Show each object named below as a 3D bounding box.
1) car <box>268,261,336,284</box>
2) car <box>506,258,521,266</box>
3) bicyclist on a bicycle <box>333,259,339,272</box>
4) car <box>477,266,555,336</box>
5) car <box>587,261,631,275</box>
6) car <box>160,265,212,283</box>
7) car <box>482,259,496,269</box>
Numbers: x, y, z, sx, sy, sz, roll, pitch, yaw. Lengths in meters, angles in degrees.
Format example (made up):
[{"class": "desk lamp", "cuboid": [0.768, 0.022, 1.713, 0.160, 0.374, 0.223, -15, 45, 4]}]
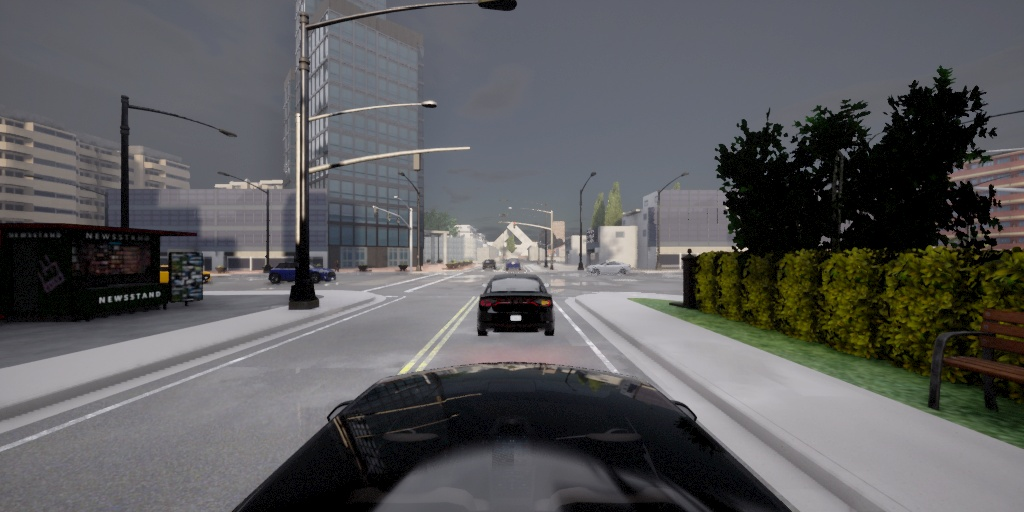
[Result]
[{"class": "car", "cuboid": [-16.286, 1.209, 28.038, 4.553, 1.767, 2.097, -1, 0, 0]}, {"class": "car", "cuboid": [0.242, 1.102, 53.795, 2.097, 1.767, 4.553, 0, 0, 1]}, {"class": "bicyclist on a bicycle", "cuboid": [-21.822, 1.216, 44.493, 0.582, 1.620, 1.656, -1, 0, 0]}, {"class": "car", "cuboid": [0.110, 1.228, 10.434, 1.882, 1.535, 5.008, 0, 0, 1]}, {"class": "car", "cuboid": [10.466, 1.274, 38.839, 4.674, 1.442, 1.812, 0, 0, 0]}, {"class": "car", "cuboid": [-26.398, 1.454, 28.001, 5.008, 1.535, 1.882, -1, 0, 0]}, {"class": "car", "cuboid": [-3.380, 1.227, 54.216, 1.882, 1.535, 5.008, 0, 0, 0]}]
